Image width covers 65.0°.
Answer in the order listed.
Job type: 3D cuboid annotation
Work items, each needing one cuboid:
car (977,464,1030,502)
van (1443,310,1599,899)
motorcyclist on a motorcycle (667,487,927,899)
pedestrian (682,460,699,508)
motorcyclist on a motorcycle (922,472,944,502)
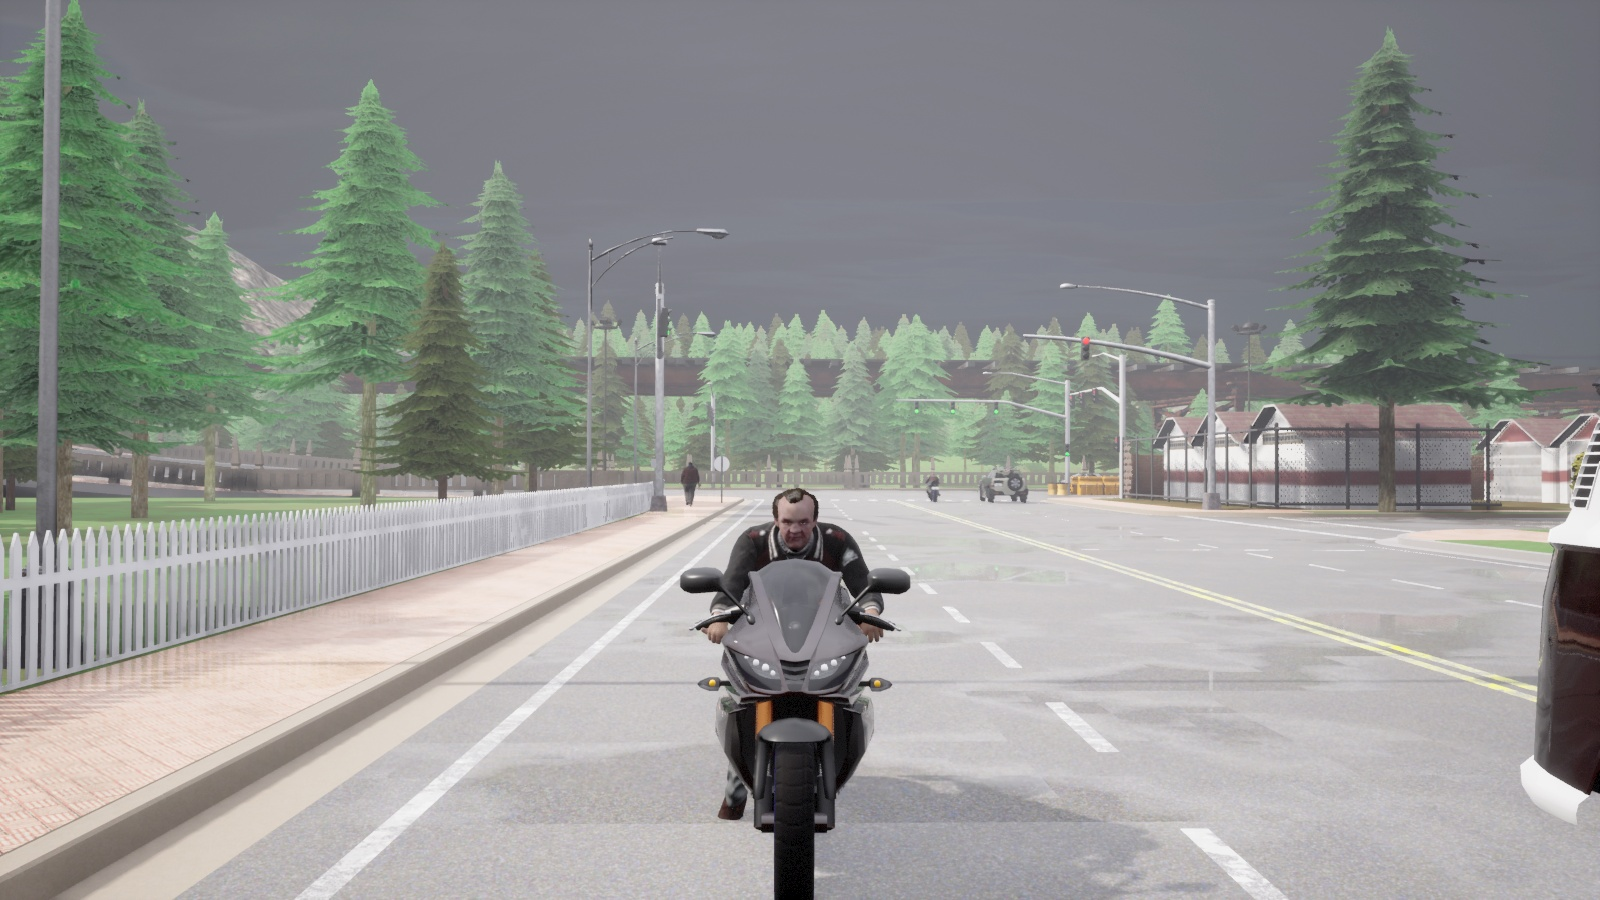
[{"bbox_3d":[10.358,1.666,64.223,1.932,1.855,4.605,0,-1,0],"label":"car"},{"bbox_3d":[3.490,0.566,2.510,2.069,2.038,4.480,0,-1,0],"label":"van"},{"bbox_3d":[-0.013,0.939,5.313,0.866,1.530,2.191,0,-1,0],"label":"motorcyclist on a motorcycle"},{"bbox_3d":[-4.292,1.311,48.971,0.634,1.844,0.899,0,-1,-6],"label":"pedestrian"},{"bbox_3d":[6.836,1.904,64.565,0.866,1.530,2.191,0,-1,0],"label":"motorcyclist on a motorcycle"}]
